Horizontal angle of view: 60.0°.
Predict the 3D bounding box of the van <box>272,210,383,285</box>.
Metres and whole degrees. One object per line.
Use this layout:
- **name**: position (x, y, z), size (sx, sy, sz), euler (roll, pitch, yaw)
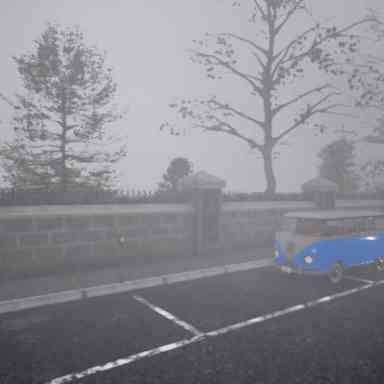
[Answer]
- **van**: position (4.047, 1.408, 9.439), size (3.998, 1.788, 1.690), euler (1, 0, -35)
